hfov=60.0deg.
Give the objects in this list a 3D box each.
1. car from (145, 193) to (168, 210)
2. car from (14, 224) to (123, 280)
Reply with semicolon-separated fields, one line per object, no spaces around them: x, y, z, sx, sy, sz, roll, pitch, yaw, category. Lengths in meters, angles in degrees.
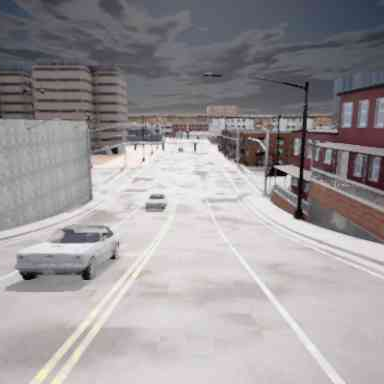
-3.533;0.875;33.321;1.895;1.301;4.718;0;7;0;car
-3.596;1.753;10.589;1.895;1.301;4.718;0;-1;0;car
